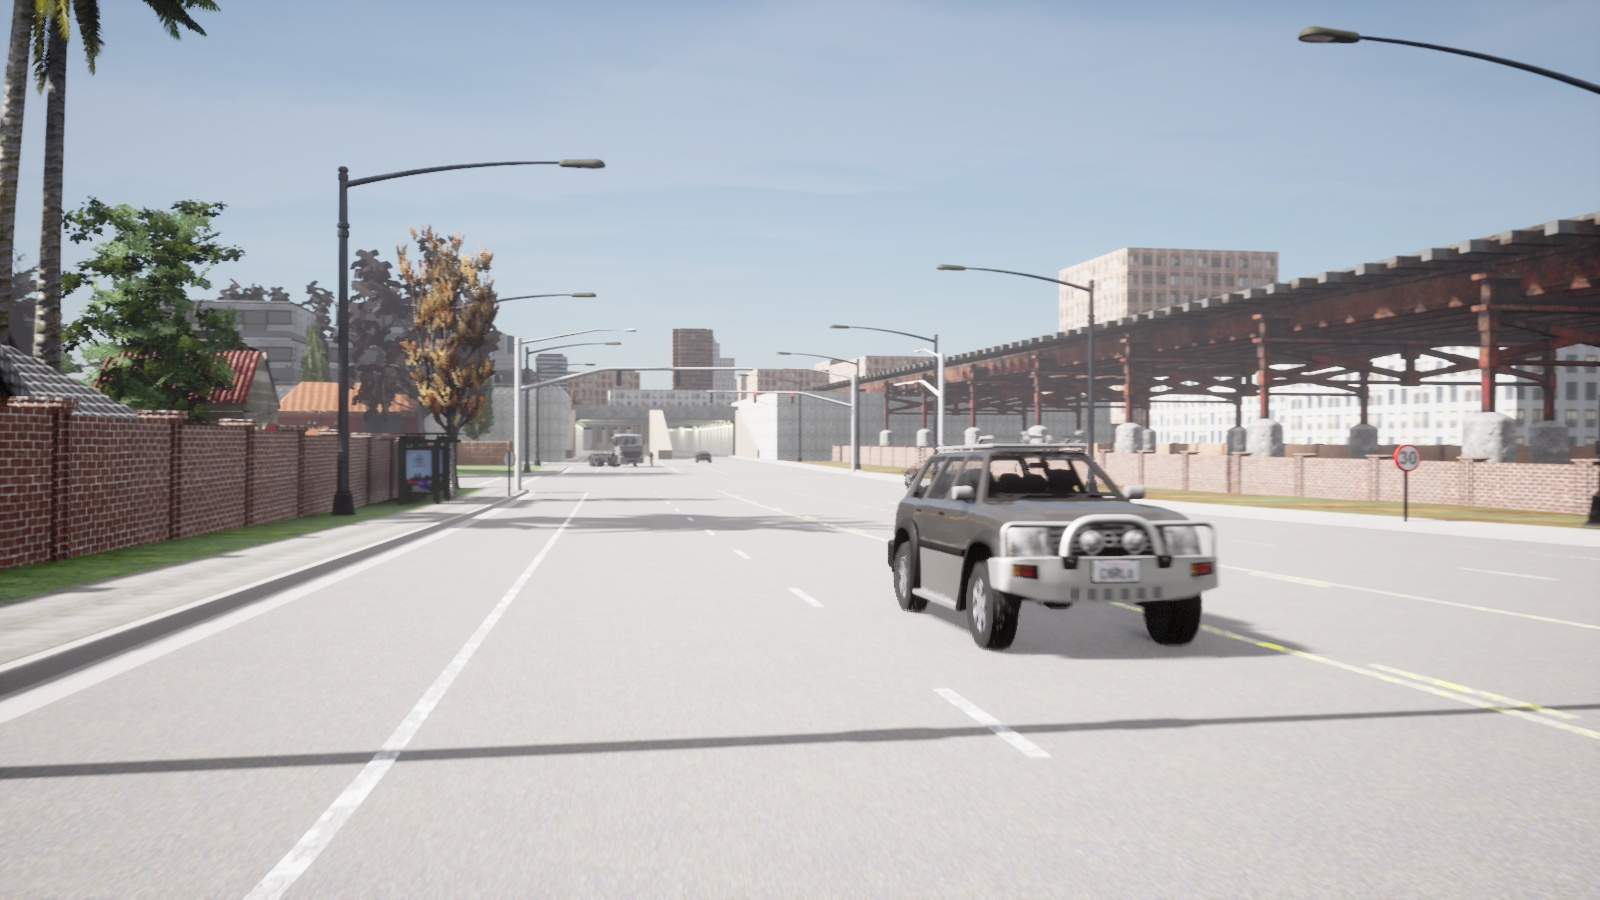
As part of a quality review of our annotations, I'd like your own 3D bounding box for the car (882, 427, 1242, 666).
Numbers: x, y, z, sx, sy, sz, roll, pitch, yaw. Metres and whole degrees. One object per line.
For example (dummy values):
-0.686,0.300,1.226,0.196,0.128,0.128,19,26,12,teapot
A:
2.251,0.783,12.244,1.932,1.855,4.605,0,-1,-9,car
